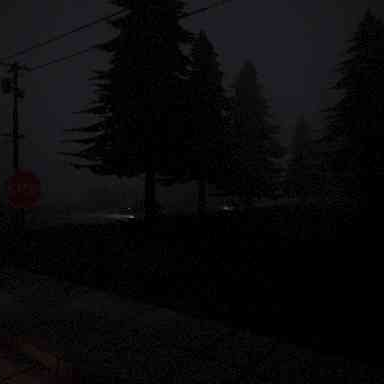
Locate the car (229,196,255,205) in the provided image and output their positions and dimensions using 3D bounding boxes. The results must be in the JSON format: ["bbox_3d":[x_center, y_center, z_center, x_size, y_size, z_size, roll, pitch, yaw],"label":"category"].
[{"bbox_3d":[7.463,1.546,47.389,1.812,1.442,4.674,0,0,34],"label":"car"}]

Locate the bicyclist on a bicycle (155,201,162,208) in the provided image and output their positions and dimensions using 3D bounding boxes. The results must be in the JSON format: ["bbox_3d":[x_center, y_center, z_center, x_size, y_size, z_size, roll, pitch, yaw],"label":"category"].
[{"bbox_3d":[-2.743,1.318,25.085,1.656,1.620,0.582,0,0,34],"label":"bicyclist on a bicycle"}]

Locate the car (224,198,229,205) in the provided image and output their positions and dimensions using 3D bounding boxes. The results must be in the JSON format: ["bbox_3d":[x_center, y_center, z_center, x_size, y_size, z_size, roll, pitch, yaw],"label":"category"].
[{"bbox_3d":[6.925,1.366,53.006,2.097,1.767,4.553,0,0,34],"label":"car"}]

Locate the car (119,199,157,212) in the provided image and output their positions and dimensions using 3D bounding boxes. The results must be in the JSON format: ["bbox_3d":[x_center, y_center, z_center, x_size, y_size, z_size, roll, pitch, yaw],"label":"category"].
[{"bbox_3d":[-5.443,1.513,34.544,1.837,1.490,4.892,0,0,34],"label":"car"}]
